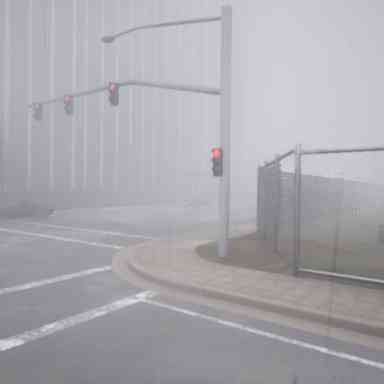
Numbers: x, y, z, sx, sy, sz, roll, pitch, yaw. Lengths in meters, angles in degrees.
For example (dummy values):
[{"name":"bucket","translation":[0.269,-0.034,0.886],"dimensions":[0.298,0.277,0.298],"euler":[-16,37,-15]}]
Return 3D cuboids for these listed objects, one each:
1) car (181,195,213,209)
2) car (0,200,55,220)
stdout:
[{"name":"car","translation":[0.623,1.125,39.057],"dimensions":[2.128,1.511,4.902],"euler":[1,1,36]},{"name":"car","translation":[-11.692,1.238,21.869],"dimensions":[1.895,1.301,4.718],"euler":[1,1,36]}]
